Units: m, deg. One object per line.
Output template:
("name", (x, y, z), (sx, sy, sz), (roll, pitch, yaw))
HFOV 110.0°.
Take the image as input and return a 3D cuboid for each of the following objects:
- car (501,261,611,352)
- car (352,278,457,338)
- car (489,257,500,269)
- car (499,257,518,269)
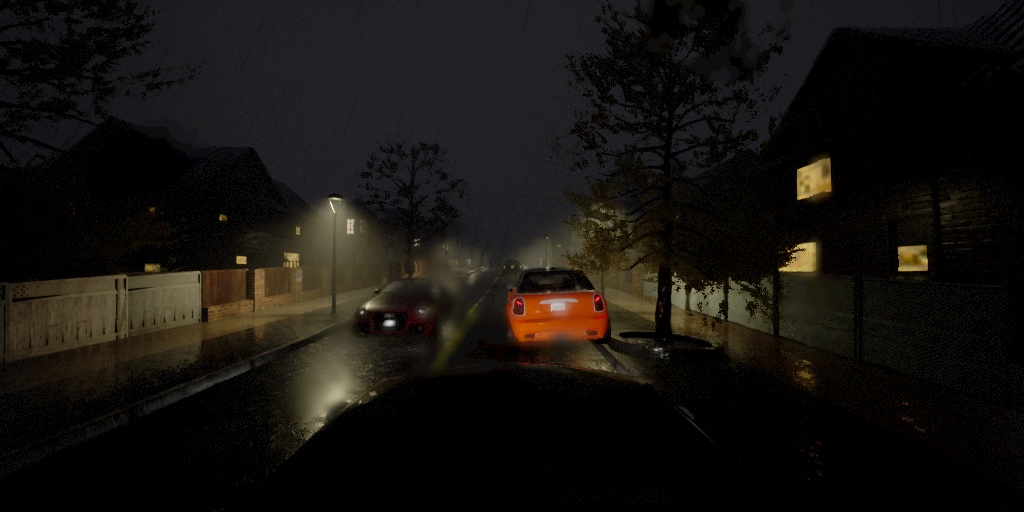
("car", (0.919, 1.060, 9.113), (2.097, 1.767, 4.553), (-3, -1, 0))
("car", (-2.754, 1.324, 10.068), (1.994, 1.385, 4.181), (0, 0, 0))
("car", (-2.795, 1.108, 61.881), (2.150, 2.045, 5.566), (0, 0, 0))
("car", (0.053, 1.163, 37.944), (2.097, 1.767, 4.553), (0, 0, 0))
